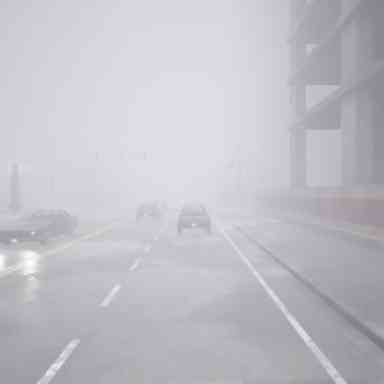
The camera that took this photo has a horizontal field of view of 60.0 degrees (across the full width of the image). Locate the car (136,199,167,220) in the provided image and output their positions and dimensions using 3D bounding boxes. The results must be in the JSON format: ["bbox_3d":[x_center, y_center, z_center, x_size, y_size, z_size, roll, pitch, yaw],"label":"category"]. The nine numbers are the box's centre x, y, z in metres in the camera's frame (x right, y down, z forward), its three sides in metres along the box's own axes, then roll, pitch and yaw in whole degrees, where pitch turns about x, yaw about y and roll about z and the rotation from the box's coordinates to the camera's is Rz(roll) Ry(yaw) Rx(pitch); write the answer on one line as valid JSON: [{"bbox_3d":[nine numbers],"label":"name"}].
[{"bbox_3d":[-3.434,1.480,27.491,1.837,1.490,4.892,0,0,0],"label":"car"}]

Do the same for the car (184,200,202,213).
[{"bbox_3d":[0.105,1.566,37.076,1.895,1.301,4.718,0,0,0],"label":"car"}]

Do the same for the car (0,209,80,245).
[{"bbox_3d":[-6.994,1.533,15.741,2.033,1.411,5.357,0,0,0],"label":"car"}]

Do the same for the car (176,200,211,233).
[{"bbox_3d":[0.107,1.473,19.382,2.128,1.511,4.902,0,0,0],"label":"car"}]
